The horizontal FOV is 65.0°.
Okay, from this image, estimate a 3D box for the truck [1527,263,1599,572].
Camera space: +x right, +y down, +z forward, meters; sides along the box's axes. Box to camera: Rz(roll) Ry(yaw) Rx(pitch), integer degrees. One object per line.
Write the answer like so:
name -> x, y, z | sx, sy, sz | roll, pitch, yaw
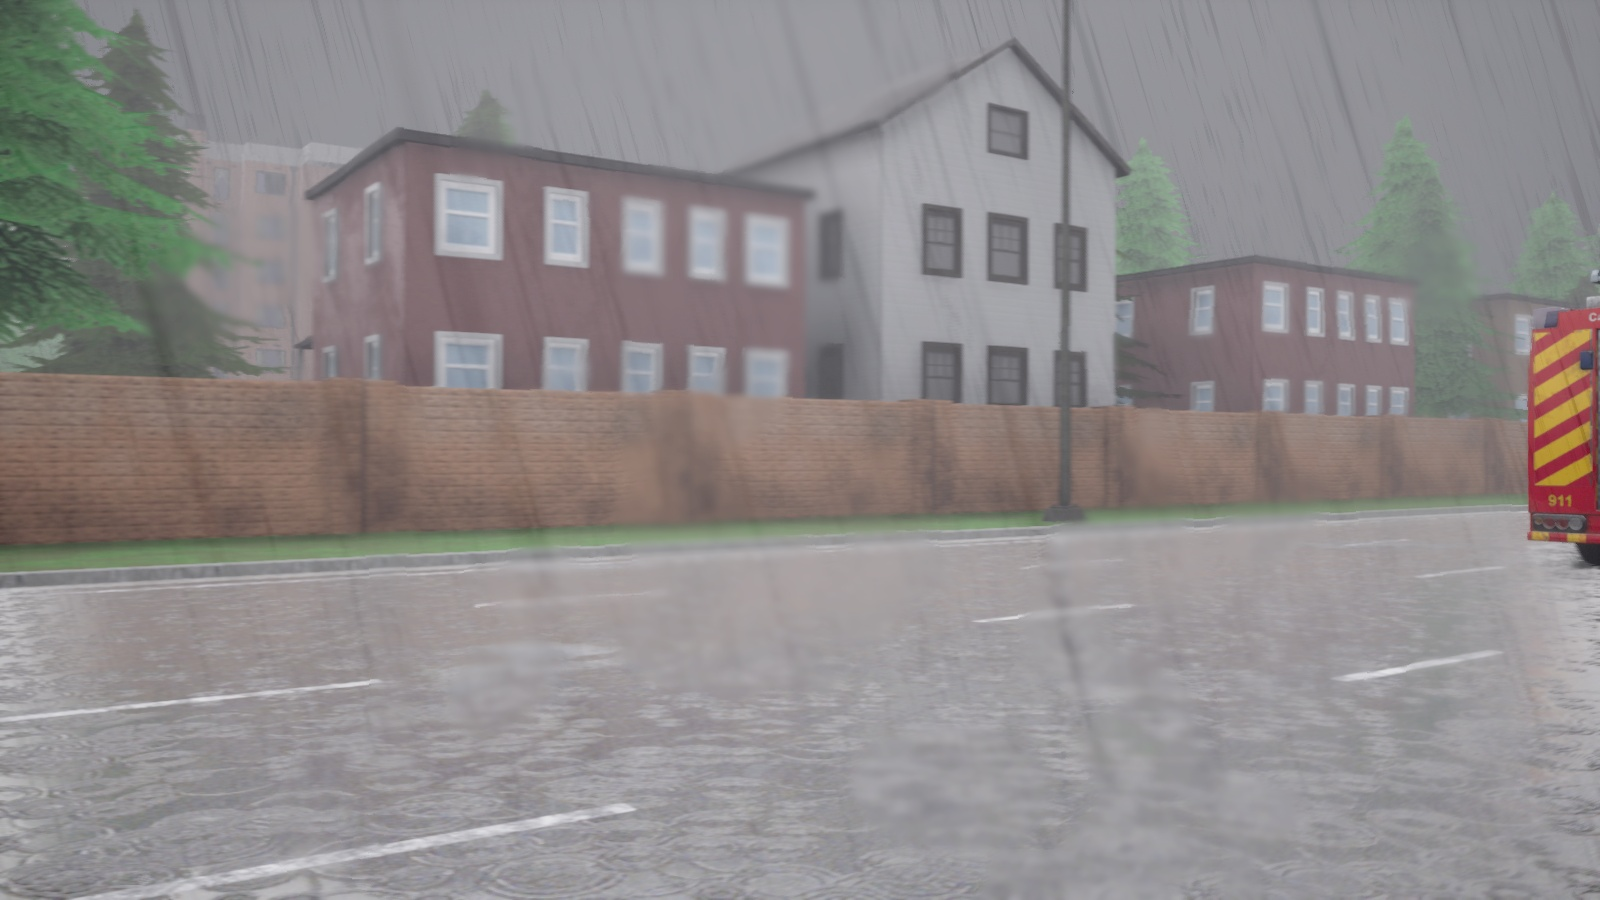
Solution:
truck -> 13.702, -0.405, 17.465 | 8.468, 3.827, 2.891 | 0, 0, -35
